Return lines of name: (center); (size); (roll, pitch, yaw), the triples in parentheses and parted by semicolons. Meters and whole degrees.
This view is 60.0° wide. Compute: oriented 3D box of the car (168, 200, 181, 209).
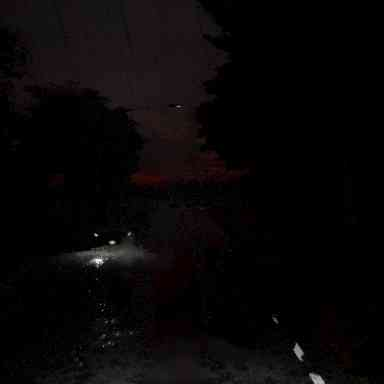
car: (-3.033, 2.116, 58.353); (1.837, 1.490, 4.892); (0, -1, 1)

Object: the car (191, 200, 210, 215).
car: (1.059, 1.770, 37.616); (1.801, 1.575, 5.366); (0, -1, 0)

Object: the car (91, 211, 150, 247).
car: (-3.098, 1.599, 15.602); (2.033, 1.411, 5.357); (0, 0, 0)

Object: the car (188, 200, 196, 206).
car: (0.018, 2.469, 77.046); (1.895, 1.301, 4.718); (0, -1, 0)

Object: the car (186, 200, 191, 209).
car: (0.013, 2.139, 55.973); (1.994, 1.385, 4.181); (0, -1, 0)
